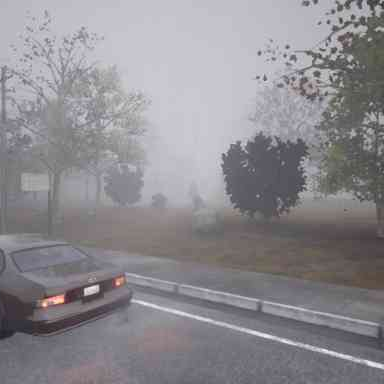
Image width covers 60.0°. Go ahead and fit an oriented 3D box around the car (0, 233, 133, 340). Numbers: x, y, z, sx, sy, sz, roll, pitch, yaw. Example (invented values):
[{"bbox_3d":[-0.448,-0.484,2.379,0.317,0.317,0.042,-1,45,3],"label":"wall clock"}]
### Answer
[{"bbox_3d":[-3.579,1.547,6.535,5.357,1.411,2.033,0,0,35],"label":"car"}]
